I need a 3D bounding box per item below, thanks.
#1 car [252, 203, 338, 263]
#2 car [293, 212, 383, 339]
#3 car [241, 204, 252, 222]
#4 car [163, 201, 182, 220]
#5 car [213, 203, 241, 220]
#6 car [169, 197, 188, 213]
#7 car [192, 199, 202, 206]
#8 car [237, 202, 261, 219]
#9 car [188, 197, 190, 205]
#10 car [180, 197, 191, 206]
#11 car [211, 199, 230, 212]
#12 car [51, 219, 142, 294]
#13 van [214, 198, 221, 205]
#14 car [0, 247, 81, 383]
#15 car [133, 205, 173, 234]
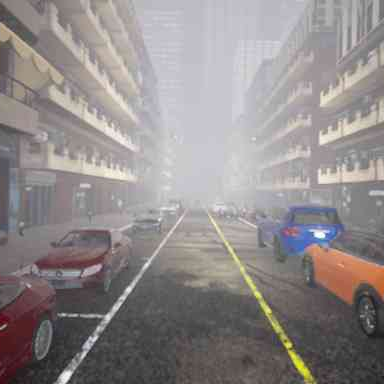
[{"bbox_3d":[4.034,1.473,13.100,2.150,2.045,5.566,2,-1,1],"label":"car"},{"bbox_3d":[3.926,1.532,7.040,2.097,1.767,4.553,2,-1,1],"label":"car"},{"bbox_3d":[6.110,2.061,31.012,1.947,1.339,4.313,1,-1,1],"label":"car"},{"bbox_3d":[-2.265,1.823,31.187,2.008,1.369,4.403,1,-1,1],"label":"car"},{"bbox_3d":[3.484,2.051,33.422,1.895,1.301,4.718,2,-1,1],"label":"car"},{"bbox_3d":[-2.070,1.712,42.391,2.192,1.841,5.009,1,-1,1],"label":"car"},{"bbox_3d":[1.120,2.297,71.195,1.837,1.490,4.892,2,-1,1],"label":"car"},{"bbox_3d":[6.207,1.997,36.615,1.967,1.590,4.097,1,-1,1],"label":"car"},{"bbox_3d":[-1.595,2.261,70.393,2.008,1.369,4.403,1,-1,1],"label":"car"},{"bbox_3d":[-1.496,2.089,75.997,2.192,1.841,5.009,1,-1,1],"label":"car"},{"bbox_3d":[3.671,2.099,44.511,1.812,1.442,4.674,2,0,1],"label":"car"},{"bbox_3d":[-2.649,1.605,8.783,1.802,1.307,4.206,1,-1,1],"label":"car"},{"bbox_3d":[7.166,2.527,92.625,1.690,1.788,3.998,1,-1,1],"label":"van"},{"bbox_3d":[-2.744,1.543,3.182,1.802,1.307,4.206,1,-1,1],"label":"car"},{"bbox_3d":[-2.456,1.699,19.986,2.008,1.369,4.403,1,-1,1],"label":"car"}]
